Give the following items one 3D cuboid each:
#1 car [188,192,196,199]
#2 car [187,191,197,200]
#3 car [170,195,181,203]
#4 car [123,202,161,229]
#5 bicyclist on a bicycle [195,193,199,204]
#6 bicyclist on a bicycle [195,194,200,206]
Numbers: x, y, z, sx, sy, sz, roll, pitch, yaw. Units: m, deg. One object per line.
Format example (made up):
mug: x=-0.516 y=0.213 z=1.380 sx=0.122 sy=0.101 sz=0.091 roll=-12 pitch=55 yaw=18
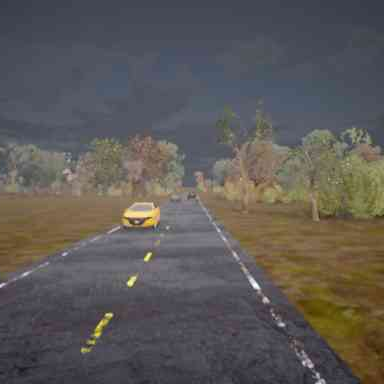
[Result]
car: x=0.013 y=0.834 z=89.065 sx=2.097 sy=1.767 sz=4.553 roll=0 pitch=0 yaw=0
car: x=0.011 y=0.838 z=76.668 sx=2.150 sy=2.045 sz=5.566 roll=0 pitch=0 yaw=0
car: x=-3.021 y=1.221 z=61.903 sx=1.882 sy=1.535 sz=5.008 roll=0 pitch=0 yaw=1
car: x=-3.096 y=1.398 z=21.166 sx=1.882 sy=1.535 sz=5.008 roll=0 pitch=0 yaw=0
bicyclist on a bicycle: x=0.833 y=1.134 z=57.717 sx=0.659 sy=1.776 sz=1.843 roll=0 pitch=0 yaw=0
bicyclist on a bicycle: x=0.835 y=1.239 z=49.046 sx=0.866 sy=1.612 sz=1.509 roll=0 pitch=0 yaw=0
